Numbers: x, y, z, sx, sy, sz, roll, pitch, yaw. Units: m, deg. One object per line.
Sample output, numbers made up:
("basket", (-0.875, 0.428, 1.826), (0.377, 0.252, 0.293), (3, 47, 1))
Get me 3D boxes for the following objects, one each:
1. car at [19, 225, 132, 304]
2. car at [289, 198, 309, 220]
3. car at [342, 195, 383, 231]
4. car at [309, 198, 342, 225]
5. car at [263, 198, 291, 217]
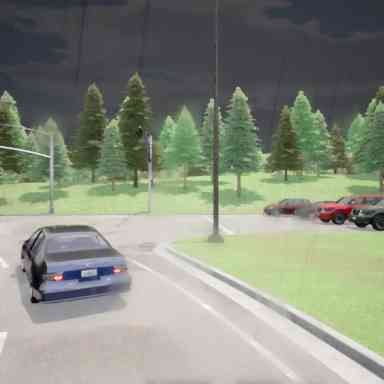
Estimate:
("car", (-3.157, 1.548, 8.337), (2.033, 1.411, 5.357), (0, 0, -30))
("car", (10.814, 1.505, 27.138), (4.892, 1.490, 1.837), (0, 0, -5))
("car", (12.536, 1.222, 20.249), (5.566, 2.045, 2.150), (0, 0, -4))
("car", (11.652, 1.222, 23.694), (5.566, 2.045, 2.150), (0, 0, -5))
("car", (8.875, 1.353, 30.496), (4.553, 1.767, 2.097), (0, 0, -4))
